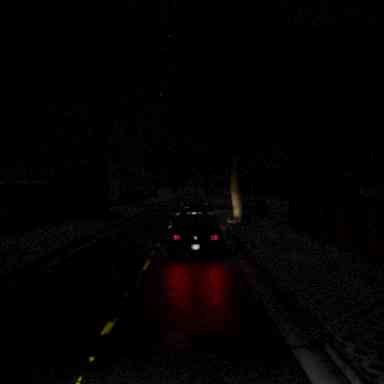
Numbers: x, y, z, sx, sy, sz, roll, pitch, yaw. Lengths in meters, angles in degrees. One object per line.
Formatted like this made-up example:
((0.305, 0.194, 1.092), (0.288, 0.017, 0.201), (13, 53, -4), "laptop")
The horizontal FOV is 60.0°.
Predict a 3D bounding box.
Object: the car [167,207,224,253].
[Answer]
((0.126, 1.496, 13.092), (1.895, 1.301, 4.718), (0, 1, 0), "car")

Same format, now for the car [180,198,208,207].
((0.160, 1.269, 26.143), (1.837, 1.490, 4.892), (0, 1, 0), "car")
